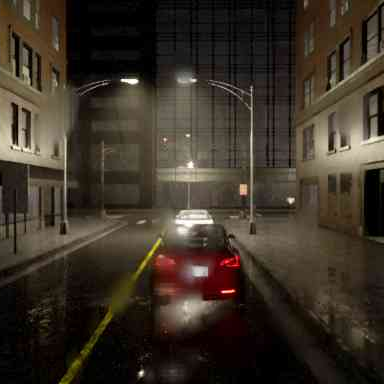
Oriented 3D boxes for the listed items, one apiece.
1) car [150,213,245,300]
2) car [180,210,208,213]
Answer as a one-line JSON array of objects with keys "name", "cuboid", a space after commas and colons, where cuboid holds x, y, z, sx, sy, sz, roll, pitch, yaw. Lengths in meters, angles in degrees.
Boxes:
[{"name": "car", "cuboid": [0.107, 1.503, 8.448, 2.163, 1.488, 4.792, 0, 0, 0]}, {"name": "car", "cuboid": [0.096, 1.600, 17.464, 1.895, 1.301, 4.718, 0, 0, 0]}]
